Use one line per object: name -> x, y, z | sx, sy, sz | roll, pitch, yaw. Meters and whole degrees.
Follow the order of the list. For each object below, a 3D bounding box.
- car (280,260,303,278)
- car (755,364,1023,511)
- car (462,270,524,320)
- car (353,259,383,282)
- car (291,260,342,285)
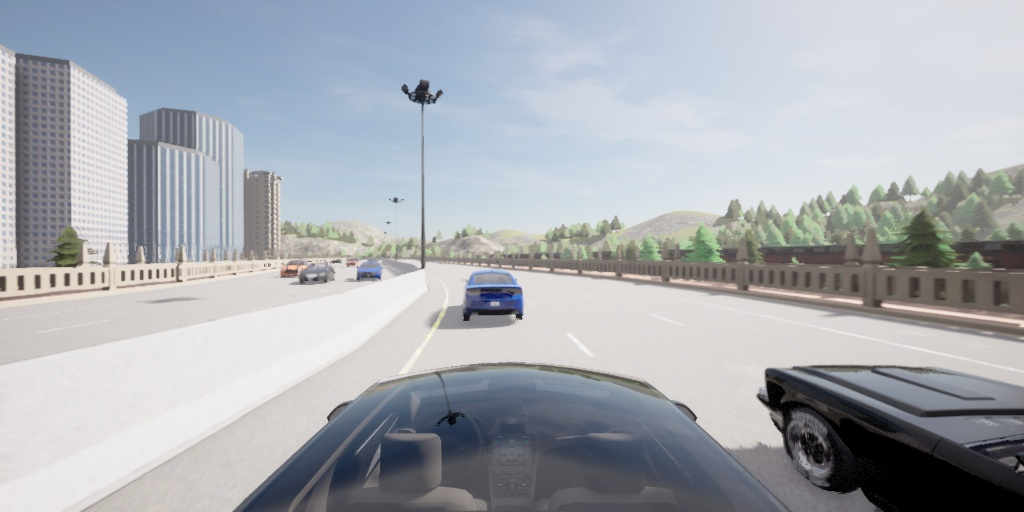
car -> -21.156, 1.172, 35.246 | 2.097, 1.767, 4.553 | 0, 0, -21
car -> 3.487, 1.337, 1.584 | 1.895, 1.301, 4.718 | 0, 0, 0
car -> -0.763, 1.226, 12.783 | 1.882, 1.535, 5.008 | 0, 0, -6
car -> -11.969, 1.263, 30.326 | 1.882, 1.535, 5.008 | 0, 0, -19
car -> -14.691, 1.289, 27.293 | 2.128, 1.511, 4.902 | 0, 0, -17
